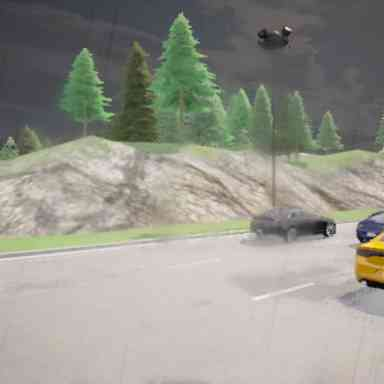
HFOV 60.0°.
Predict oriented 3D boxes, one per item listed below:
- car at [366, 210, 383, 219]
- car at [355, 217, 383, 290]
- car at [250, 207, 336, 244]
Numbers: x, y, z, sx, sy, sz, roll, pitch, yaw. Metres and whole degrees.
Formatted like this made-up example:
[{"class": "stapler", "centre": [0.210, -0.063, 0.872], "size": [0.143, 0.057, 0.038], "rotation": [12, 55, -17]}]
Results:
[{"class": "car", "centre": [8.918, 1.507, 14.422], "size": [4.674, 1.442, 1.812], "rotation": [0, 0, -36]}, {"class": "car", "centre": [5.911, 1.466, 7.975], "size": [5.008, 1.535, 1.882], "rotation": [-1, 0, -35]}, {"class": "car", "centre": [4.926, 1.476, 15.861], "size": [4.902, 1.511, 2.128], "rotation": [0, 0, -35]}]
